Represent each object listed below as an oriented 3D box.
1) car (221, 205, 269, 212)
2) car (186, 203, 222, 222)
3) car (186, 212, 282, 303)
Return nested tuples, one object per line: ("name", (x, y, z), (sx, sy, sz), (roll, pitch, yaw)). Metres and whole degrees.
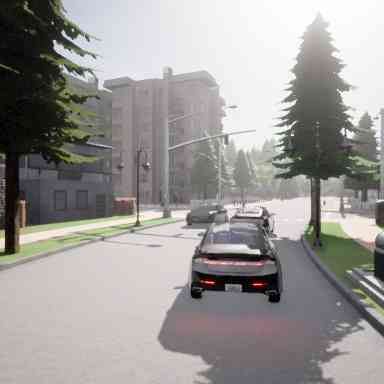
("car", (3.227, 1.491, 17.422), (2.128, 1.511, 4.902), (0, 0, 18))
("car", (1.125, 1.508, 22.807), (1.837, 1.490, 4.892), (0, -1, 21))
("car", (1.103, 1.492, 8.314), (2.128, 1.511, 4.902), (0, 0, 9))
